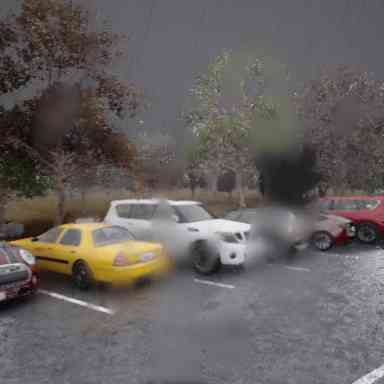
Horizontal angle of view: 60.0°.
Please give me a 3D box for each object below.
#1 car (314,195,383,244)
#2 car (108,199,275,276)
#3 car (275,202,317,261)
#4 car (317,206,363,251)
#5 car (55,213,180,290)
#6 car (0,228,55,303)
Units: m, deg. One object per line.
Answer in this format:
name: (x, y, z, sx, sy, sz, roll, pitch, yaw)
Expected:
car: (6.777, 1.206, 15.864, 5.566, 2.045, 2.435, -1, 0, 36)
car: (-0.519, 1.255, 10.779, 5.566, 2.045, 2.435, -1, -1, 35)
car: (1.924, 1.374, 12.469, 4.553, 1.767, 2.185, -1, 0, 35)
car: (4.324, 1.514, 14.186, 4.792, 1.488, 2.163, -1, 0, 35)
car: (-3.141, 1.502, 9.179, 5.366, 1.575, 1.946, -1, -1, 35)
car: (-5.433, 1.363, 7.385, 4.553, 1.767, 2.185, -1, -1, 34)
